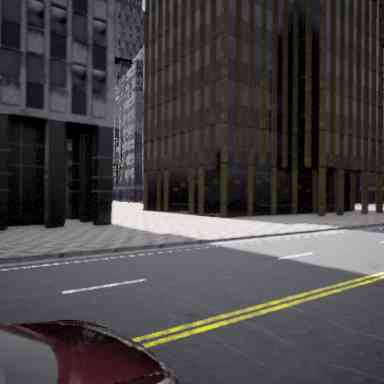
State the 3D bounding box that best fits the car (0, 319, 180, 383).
[{"bbox_3d":[-2.275,1.495,1.940,4.792,1.488,2.163,1,0,-35],"label":"car"}]
